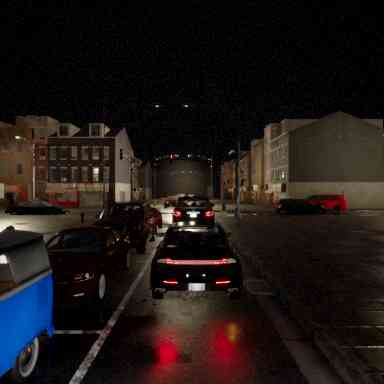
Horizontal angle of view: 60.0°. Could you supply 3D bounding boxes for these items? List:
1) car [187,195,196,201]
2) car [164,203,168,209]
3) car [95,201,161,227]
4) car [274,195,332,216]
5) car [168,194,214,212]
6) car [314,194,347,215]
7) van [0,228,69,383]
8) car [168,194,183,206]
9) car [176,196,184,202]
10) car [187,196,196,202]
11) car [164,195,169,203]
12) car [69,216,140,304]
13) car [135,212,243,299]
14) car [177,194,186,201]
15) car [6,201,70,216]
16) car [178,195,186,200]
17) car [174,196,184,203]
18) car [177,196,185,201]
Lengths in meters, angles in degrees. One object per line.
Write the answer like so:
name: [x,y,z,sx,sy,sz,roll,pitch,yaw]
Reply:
car: [-0.132,1.437,86.201,2.128,1.511,4.902,0,0,0]
car: [-2.672,1.546,19.071,1.887,1.381,4.507,0,0,0]
car: [-2.665,1.315,13.637,2.192,1.841,5.009,0,0,0]
car: [10.037,1.385,30.915,4.553,1.767,2.097,0,0,0]
car: [0.071,1.223,18.593,2.150,2.045,5.566,0,0,0]
car: [12.789,1.238,33.864,5.566,2.045,2.150,0,0,0]
van: [-2.648,1.341,2.769,1.690,1.788,3.998,0,0,0]
car: [-2.731,1.345,56.335,2.192,1.841,5.009,0,0,0]
car: [-2.763,1.589,77.872,1.752,1.417,4.829,0,0,0]
car: [-0.117,1.649,76.229,1.895,1.301,4.718,0,0,0]
car: [-2.714,1.333,45.481,2.192,1.841,5.009,0,0,0]
car: [-2.655,1.544,8.203,1.887,1.381,4.507,0,0,0]
car: [0.086,1.491,8.400,2.128,1.511,4.902,0,0,0]
car: [-2.782,1.400,88.896,2.192,1.841,5.009,0,0,0]
car: [-14.272,1.555,30.919,5.357,1.411,2.033,0,0,0]
car: [-2.789,1.536,94.323,1.967,1.590,4.097,0,0,0]
car: [-2.755,1.605,72.615,2.008,1.369,4.403,0,0,0]
car: [-2.771,1.640,83.469,1.947,1.339,4.313,0,0,0]
